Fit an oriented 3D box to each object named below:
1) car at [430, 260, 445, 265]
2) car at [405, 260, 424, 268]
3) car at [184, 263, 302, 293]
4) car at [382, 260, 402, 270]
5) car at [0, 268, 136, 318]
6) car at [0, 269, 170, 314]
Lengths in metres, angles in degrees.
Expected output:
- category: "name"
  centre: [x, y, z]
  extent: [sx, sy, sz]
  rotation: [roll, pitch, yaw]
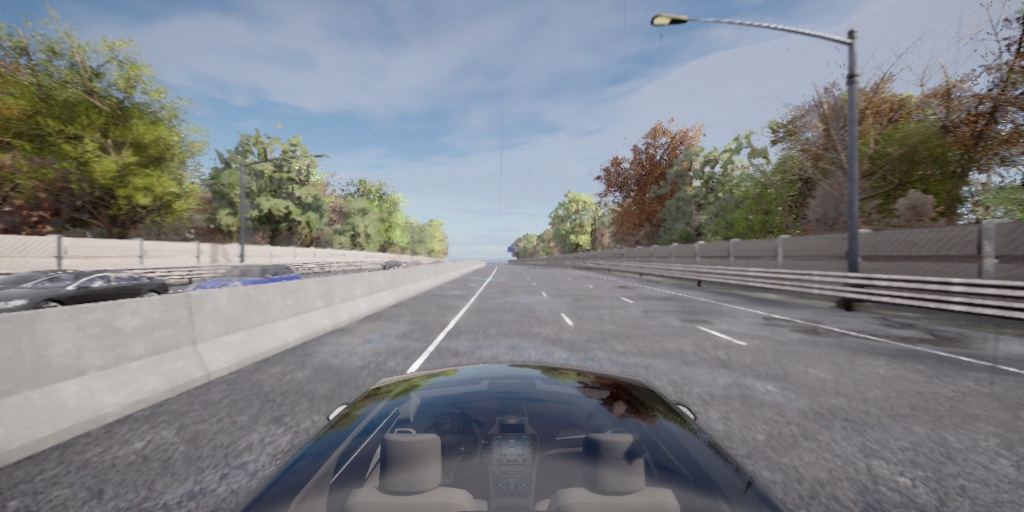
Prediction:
- category: "car"
  centre: [-11.299, 1.352, 55.201]
  extent: [1.882, 1.535, 5.008]
  rotation: [0, -1, -1]
- category: "car"
  centre: [-14.785, 1.400, 54.891]
  extent: [1.812, 1.442, 4.674]
  rotation: [0, 0, -1]
- category: "car"
  centre: [-10.632, 1.121, 14.601]
  extent: [2.097, 1.767, 4.553]
  rotation: [0, 0, 0]
- category: "car"
  centre: [-18.291, 1.385, 54.970]
  extent: [1.837, 1.490, 4.892]
  rotation: [0, -1, -1]
- category: "car"
  centre: [-17.631, 1.284, 13.496]
  extent: [1.837, 1.490, 4.892]
  rotation: [0, 0, 0]
- category: "car"
  centre: [-14.121, 1.265, 11.759]
  extent: [2.128, 1.511, 4.902]
  rotation: [0, 0, 0]
